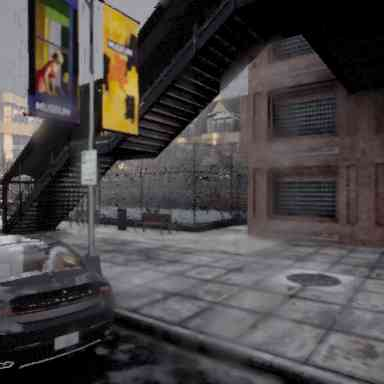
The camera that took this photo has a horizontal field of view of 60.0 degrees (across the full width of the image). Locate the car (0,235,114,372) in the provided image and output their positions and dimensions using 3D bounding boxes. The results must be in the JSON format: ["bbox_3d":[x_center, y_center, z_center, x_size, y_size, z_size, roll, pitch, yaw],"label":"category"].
[{"bbox_3d":[-3.167,1.473,5.623,2.231,1.521,4.892,0,0,-45],"label":"car"}]
